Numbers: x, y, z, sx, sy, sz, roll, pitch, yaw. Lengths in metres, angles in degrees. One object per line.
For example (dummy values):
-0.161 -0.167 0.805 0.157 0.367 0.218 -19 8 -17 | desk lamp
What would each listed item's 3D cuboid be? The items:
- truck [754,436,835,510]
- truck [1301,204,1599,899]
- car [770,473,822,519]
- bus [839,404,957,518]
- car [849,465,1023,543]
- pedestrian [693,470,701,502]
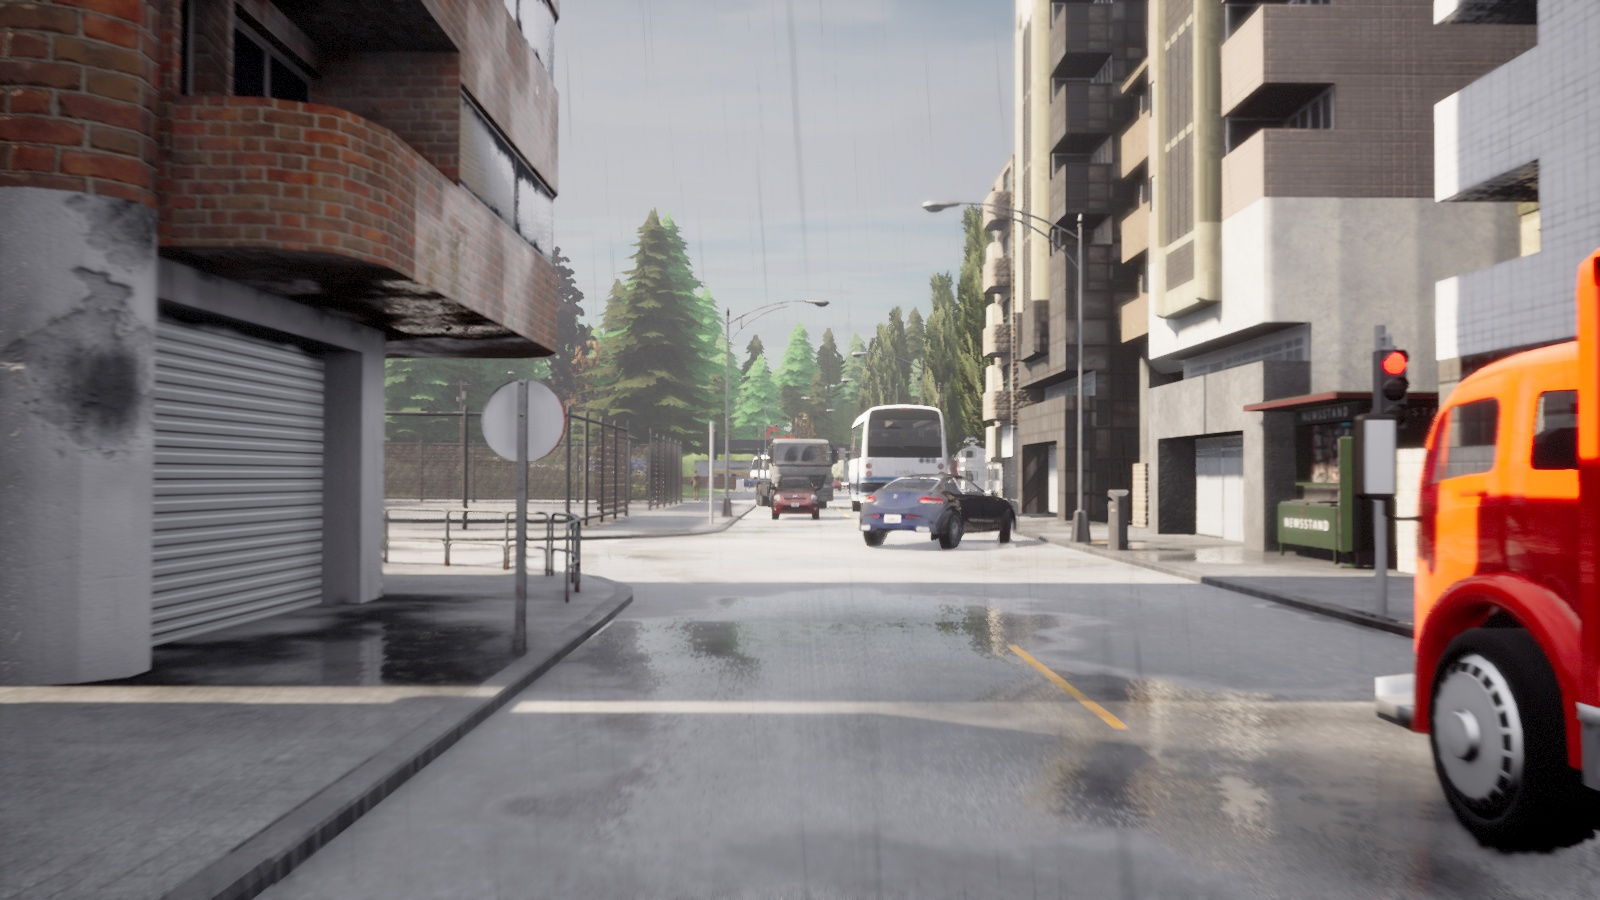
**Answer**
-0.400 1.141 62.787 2.891 3.462 7.936 0 -1 -9 | truck
3.999 0.402 4.038 2.627 2.467 5.204 0 -1 -1 | truck
-0.142 1.682 46.458 1.851 1.617 3.988 0 -1 0 | car
3.838 0.509 52.142 3.944 4.253 10.273 0 -1 -1 | bus
3.266 1.191 29.163 2.152 1.651 5.027 -1 -1 30 | car
-6.174 2.157 75.289 0.396 1.930 0.692 0 -1 1 | pedestrian
